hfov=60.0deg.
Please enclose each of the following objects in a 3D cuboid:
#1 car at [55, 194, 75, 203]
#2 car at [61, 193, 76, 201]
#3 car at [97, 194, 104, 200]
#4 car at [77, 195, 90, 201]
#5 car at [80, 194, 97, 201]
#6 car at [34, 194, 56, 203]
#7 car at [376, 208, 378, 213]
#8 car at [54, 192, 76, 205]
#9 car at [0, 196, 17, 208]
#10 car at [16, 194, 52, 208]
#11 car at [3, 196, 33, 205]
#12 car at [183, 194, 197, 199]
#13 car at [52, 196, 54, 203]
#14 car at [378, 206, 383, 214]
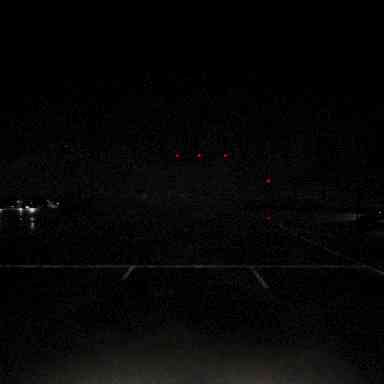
[{"bbox_3d":[-24.539,1.231,64.451,2.128,1.511,4.902,0,0,0],"label":"car"},{"bbox_3d":[-28.523,1.039,76.884,2.097,1.767,4.553,0,0,-6],"label":"car"},{"bbox_3d":[-21.424,1.211,76.619,2.128,1.511,4.902,0,0,-6],"label":"car"},{"bbox_3d":[-24.927,1.282,76.395,1.895,1.301,4.718,0,0,-6],"label":"car"},{"bbox_3d":[-21.037,1.226,65.627,2.128,1.511,4.902,0,0,0],"label":"car"},{"bbox_3d":[-28.032,1.239,63.718,2.128,1.511,4.902,0,0,0],"label":"car"},{"bbox_3d":[19.460,1.441,29.460,5.357,1.411,2.033,0,0,7],"label":"car"},{"bbox_3d":[-21.104,1.001,55.316,2.150,2.045,5.566,0,0,0],"label":"car"},{"bbox_3d":[-24.618,1.336,43.492,1.837,1.490,4.892,0,0,0],"label":"car"},{"bbox_3d":[-21.119,1.330,44.764,1.837,1.490,4.892,0,0,0],"label":"car"},{"bbox_3d":[-28.094,1.333,53.940,2.033,1.411,5.357,0,0,1],"label":"car"},{"bbox_3d":[-0.158,1.201,94.634,1.895,1.301,4.718,0,0,-18],"label":"car"},{"bbox_3d":[-24.608,1.140,53.309,2.097,1.767,4.553,0,0,0],"label":"car"},{"bbox_3d":[17.652,1.260,26.037,4.553,1.767,2.097,0,0,6],"label":"car"}]
